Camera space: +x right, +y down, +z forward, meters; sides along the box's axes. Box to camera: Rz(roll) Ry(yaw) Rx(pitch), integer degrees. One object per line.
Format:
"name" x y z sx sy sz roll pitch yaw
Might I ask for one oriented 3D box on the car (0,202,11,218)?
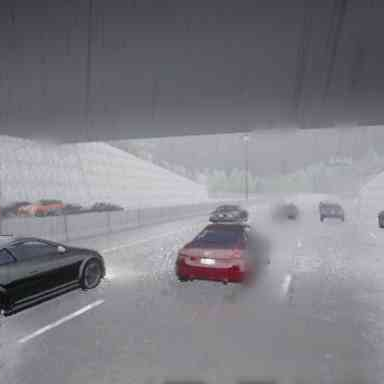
"car" -16.920 1.643 31.931 1.837 1.490 4.892 0 0 21

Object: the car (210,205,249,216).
"car" 2.791 1.624 24.117 2.033 1.411 5.357 0 0 21

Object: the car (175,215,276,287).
"car" 1.086 1.595 9.604 1.994 1.385 4.181 0 0 21

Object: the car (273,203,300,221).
"car" 7.968 1.644 27.963 1.994 1.385 4.181 0 0 21

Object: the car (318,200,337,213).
"car" 15.988 1.706 39.402 1.895 1.301 4.718 0 0 21

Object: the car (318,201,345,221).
"car" 11.652 1.621 27.819 2.033 1.411 5.357 0 0 21

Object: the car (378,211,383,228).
"car" 12.265 1.522 19.475 1.882 1.535 5.008 0 0 21

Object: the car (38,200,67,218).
"car" -10.681 1.680 28.629 1.994 1.385 4.181 0 0 21

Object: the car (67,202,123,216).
"car" -7.484 1.597 27.187 2.128 1.511 4.902 0 0 21

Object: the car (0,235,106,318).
"car" -3.663 1.594 6.914 1.994 1.385 4.181 0 0 21

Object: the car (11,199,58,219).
"car" -13.671 1.480 30.626 2.097 1.767 4.553 0 0 21
